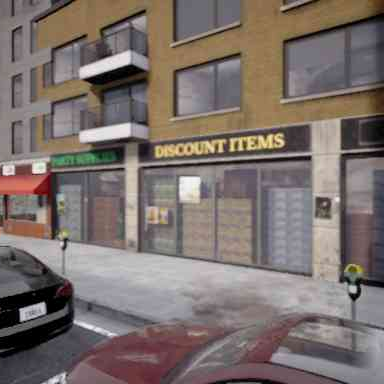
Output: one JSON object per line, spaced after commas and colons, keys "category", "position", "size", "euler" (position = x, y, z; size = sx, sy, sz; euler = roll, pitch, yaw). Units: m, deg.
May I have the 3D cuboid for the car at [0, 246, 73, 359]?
{"category": "car", "position": [-3.723, 1.568, 5.467], "size": [4.313, 1.339, 1.947], "euler": [0, 0, 36]}

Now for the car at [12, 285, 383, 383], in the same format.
{"category": "car", "position": [0.763, 1.582, 2.267], "size": [4.206, 1.307, 1.802], "euler": [0, 0, 36]}
